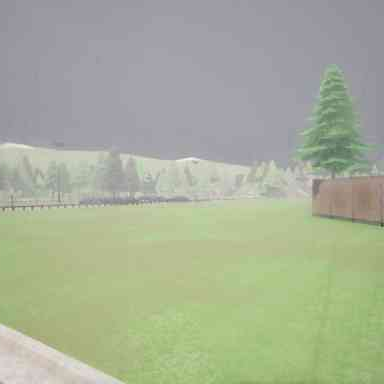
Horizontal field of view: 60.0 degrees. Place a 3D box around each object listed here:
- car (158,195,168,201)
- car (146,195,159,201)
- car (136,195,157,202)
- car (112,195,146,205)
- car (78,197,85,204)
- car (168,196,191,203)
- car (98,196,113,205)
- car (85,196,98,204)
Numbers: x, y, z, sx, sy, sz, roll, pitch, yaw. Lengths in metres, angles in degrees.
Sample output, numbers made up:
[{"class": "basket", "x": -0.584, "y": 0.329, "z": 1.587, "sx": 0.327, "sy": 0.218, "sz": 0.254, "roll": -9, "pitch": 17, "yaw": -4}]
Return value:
[{"class": "car", "x": -4.575, "y": 1.503, "z": 72.158, "sx": 1.895, "sy": 1.301, "sz": 4.718, "roll": 0, "pitch": 0, "yaw": 35}, {"class": "car", "x": -7.463, "y": 1.433, "z": 74.136, "sx": 2.128, "sy": 1.511, "sz": 4.902, "roll": 0, "pitch": 0, "yaw": 35}, {"class": "car", "x": -10.333, "y": 1.385, "z": 76.139, "sx": 1.882, "sy": 1.535, "sz": 5.008, "roll": 0, "pitch": 0, "yaw": 35}, {"class": "car", "x": -10.780, "y": 1.516, "z": 57.150, "sx": 1.837, "sy": 1.490, "sz": 4.892, "roll": 0, "pitch": 0, "yaw": 35}, {"class": "car", "x": -19.391, "y": 1.572, "z": 63.159, "sx": 1.994, "sy": 1.385, "sz": 4.181, "roll": 0, "pitch": 0, "yaw": 35}, {"class": "car", "x": -2.196, "y": 1.516, "z": 69.451, "sx": 1.837, "sy": 1.490, "sz": 4.892, "roll": 0, "pitch": 0, "yaw": 35}, {"class": "car", "x": -13.651, "y": 1.516, "z": 59.153, "sx": 1.837, "sy": 1.490, "sz": 4.892, "roll": 0, "pitch": 0, "yaw": 35}, {"class": "car", "x": -16.521, "y": 1.494, "z": 61.156, "sx": 2.128, "sy": 1.511, "sz": 4.902, "roll": 0, "pitch": 0, "yaw": 35}]
